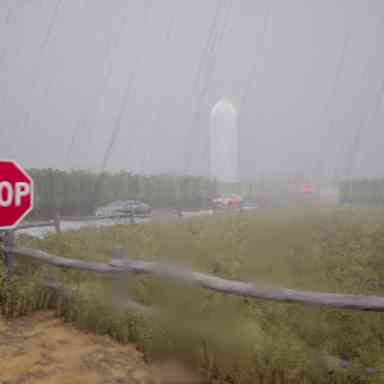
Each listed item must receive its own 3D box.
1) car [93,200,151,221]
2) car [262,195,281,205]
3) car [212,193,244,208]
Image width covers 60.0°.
[{"bbox_3d":[-5.213,1.356,25.202,2.128,1.511,4.902,0,0,35],"label":"car"},{"bbox_3d":[10.483,1.210,43.461,1.837,1.490,4.892,0,1,23],"label":"car"},{"bbox_3d":[4.232,0.936,38.612,2.097,1.767,4.553,0,1,35],"label":"car"}]
